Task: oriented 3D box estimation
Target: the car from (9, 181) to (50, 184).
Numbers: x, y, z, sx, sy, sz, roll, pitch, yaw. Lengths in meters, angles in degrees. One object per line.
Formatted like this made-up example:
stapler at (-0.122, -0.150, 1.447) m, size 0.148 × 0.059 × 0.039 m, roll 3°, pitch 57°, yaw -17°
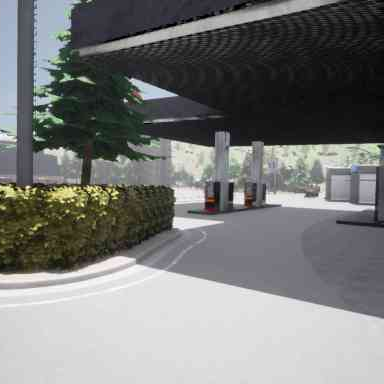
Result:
car at (-17.326, -0.181, 35.174) m, size 3.866 × 1.878 × 1.905 m, roll 2°, pitch 2°, yaw 35°

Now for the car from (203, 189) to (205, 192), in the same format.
car at (4.716, -0.320, 65.620) m, size 5.027 × 1.636 × 2.152 m, roll 2°, pitch 2°, yaw 35°

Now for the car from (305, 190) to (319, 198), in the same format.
car at (22.563, 0.333, 62.549) m, size 1.837 × 1.490 × 4.892 m, roll 2°, pitch 2°, yaw 31°

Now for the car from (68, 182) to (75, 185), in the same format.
car at (-25.616, -1.287, 68.011) m, size 4.605 × 1.855 × 1.932 m, roll 2°, pitch 2°, yaw 35°

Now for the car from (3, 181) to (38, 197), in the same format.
car at (-21.876, -0.468, 42.380) m, size 4.605 × 1.855 × 1.932 m, roll 2°, pitch 2°, yaw 35°

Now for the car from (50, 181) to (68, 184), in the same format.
car at (-26.947, -1.261, 65.396) m, size 3.866 × 1.878 × 1.905 m, roll 2°, pitch 2°, yaw 35°
